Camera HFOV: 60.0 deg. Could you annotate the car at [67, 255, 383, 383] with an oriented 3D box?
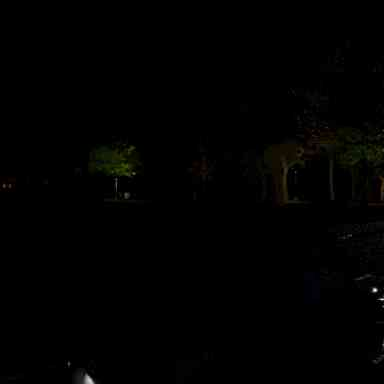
[{"bbox_3d":[0.693,1.567,4.170,4.181,1.385,1.994,0,0,-36],"label":"car"}]
